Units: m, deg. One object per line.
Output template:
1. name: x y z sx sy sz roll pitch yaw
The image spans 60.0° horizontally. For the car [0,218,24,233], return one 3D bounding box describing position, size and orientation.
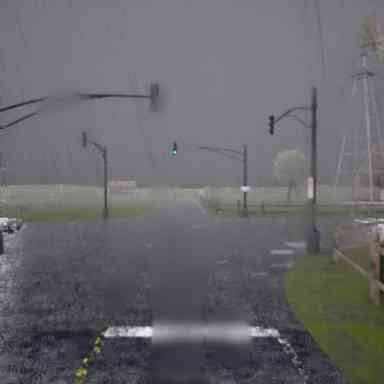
1. car: -12.136 1.800 18.650 4.718 1.301 1.895 -1 1 0
